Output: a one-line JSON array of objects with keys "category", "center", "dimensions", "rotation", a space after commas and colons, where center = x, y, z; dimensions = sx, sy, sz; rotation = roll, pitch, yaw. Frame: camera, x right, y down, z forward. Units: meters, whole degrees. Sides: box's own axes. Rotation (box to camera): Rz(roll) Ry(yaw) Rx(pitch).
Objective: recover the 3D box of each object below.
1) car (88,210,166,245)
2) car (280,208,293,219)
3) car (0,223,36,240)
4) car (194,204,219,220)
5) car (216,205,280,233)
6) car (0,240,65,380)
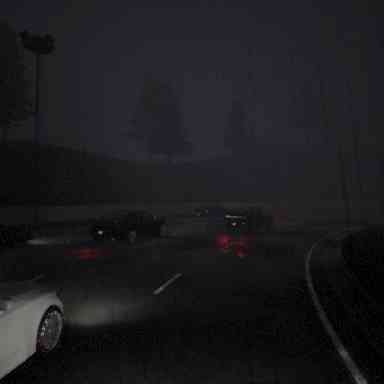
[{"category": "car", "center": [-2.995, 1.617, 16.574], "dimensions": [1.882, 1.535, 5.008], "rotation": [0, -1, 22]}, {"category": "car", "center": [7.799, 1.981, 32.155], "dimensions": [4.718, 1.301, 1.895], "rotation": [1, -1, -44]}, {"category": "car", "center": [-8.499, 1.602, 12.488], "dimensions": [2.033, 1.411, 5.357], "rotation": [0, -1, 17]}, {"category": "car", "center": [2.077, 1.853, 31.454], "dimensions": [1.812, 1.442, 4.674], "rotation": [0, -1, 40]}, {"category": "car", "center": [3.826, 1.739, 21.893], "dimensions": [2.128, 1.511, 4.902], "rotation": [0, -1, 32]}, {"category": "car", "center": [-2.981, 1.534, 3.160], "dimensions": [1.812, 1.442, 4.674], "rotation": [0, -1, 5]}]
